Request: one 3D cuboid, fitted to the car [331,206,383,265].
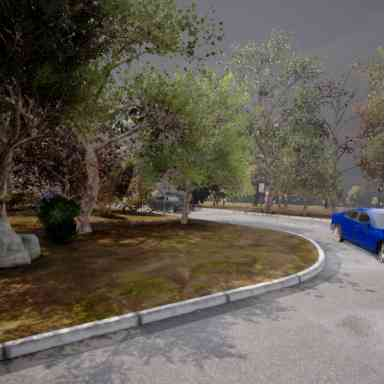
[{"bbox_3d":[6.752,1.365,11.800,1.882,1.535,5.008,1,4,-1],"label":"car"}]

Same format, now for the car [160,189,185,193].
[{"bbox_3d":[-2.284,0.732,34.136,2.150,2.045,5.566,2,0,-43],"label":"car"}]

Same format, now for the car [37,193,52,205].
[{"bbox_3d":[-16.528,0.606,38.208,4.553,1.767,2.097,1,-1,-10],"label":"car"}]

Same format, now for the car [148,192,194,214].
[{"bbox_3d":[-1.774,1.032,28.415,1.837,1.490,4.892,2,0,-37],"label":"car"}]
